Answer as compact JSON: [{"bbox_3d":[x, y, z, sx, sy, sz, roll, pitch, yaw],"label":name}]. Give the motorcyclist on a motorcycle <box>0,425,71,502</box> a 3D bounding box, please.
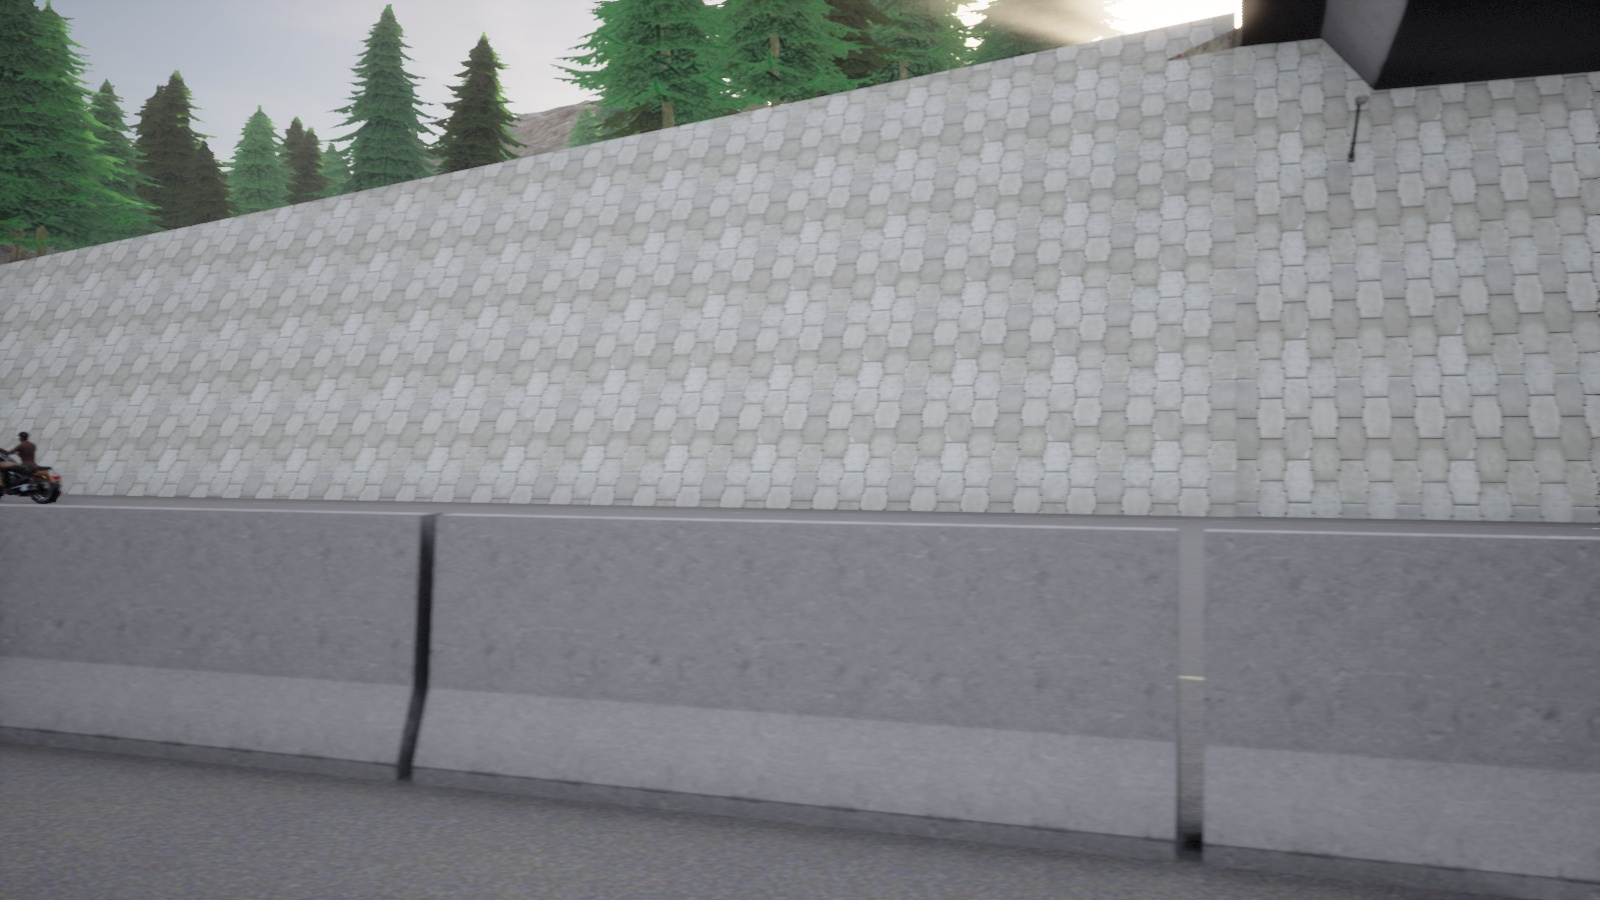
[{"bbox_3d":[-17.158,0.273,27.427,2.350,1.649,0.766,0,1,19],"label":"motorcyclist on a motorcycle"}]
